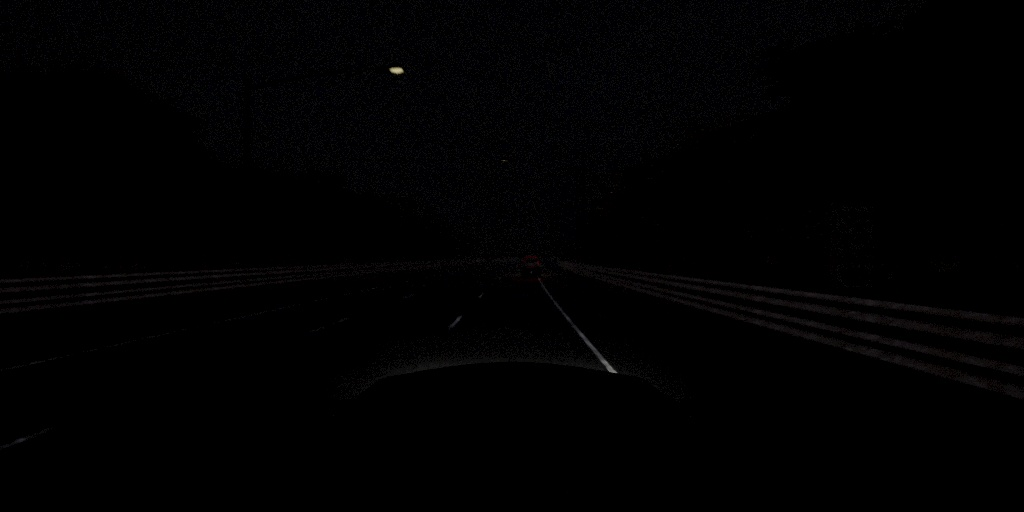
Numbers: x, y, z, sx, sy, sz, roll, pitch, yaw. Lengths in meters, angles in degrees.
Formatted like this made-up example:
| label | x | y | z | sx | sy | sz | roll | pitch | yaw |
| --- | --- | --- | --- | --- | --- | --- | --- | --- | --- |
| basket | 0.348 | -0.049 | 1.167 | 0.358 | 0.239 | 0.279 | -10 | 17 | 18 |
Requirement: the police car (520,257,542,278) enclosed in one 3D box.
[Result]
| label | x | y | z | sx | sy | sz | roll | pitch | yaw |
| --- | --- | --- | --- | --- | --- | --- | --- | --- | --- |
| police car | 1.832 | 1.231 | 34.386 | 1.930 | 1.638 | 5.238 | 0 | 0 | 3 |
